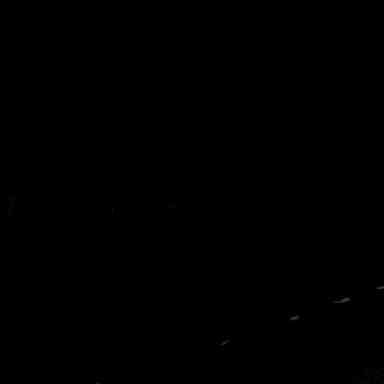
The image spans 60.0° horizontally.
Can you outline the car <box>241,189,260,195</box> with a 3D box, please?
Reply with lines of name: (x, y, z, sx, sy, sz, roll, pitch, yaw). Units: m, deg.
car: (12.795, 0.132, 72.429, 2.097, 1.767, 4.553, -1, 1, -36)
